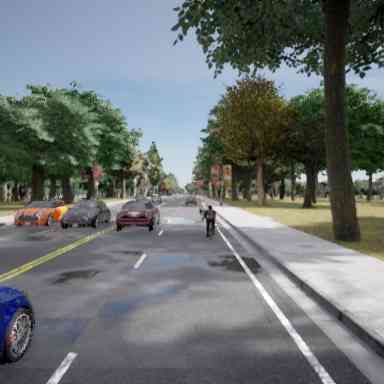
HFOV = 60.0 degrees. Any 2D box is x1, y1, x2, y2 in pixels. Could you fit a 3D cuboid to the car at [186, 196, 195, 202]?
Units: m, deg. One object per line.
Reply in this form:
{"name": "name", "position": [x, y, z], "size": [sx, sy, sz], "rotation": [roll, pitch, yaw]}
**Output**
{"name": "car", "position": [-0.308, 1.518, 74.213], "size": [1.895, 1.301, 4.718], "rotation": [0, 0, 0]}

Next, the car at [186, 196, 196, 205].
{"name": "car", "position": [-0.144, 1.468, 58.359], "size": [2.033, 1.411, 5.357], "rotation": [0, 0, 0]}

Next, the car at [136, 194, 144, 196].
{"name": "car", "position": [-10.054, 1.272, 63.827], "size": [2.097, 1.767, 4.553], "rotation": [0, 0, 0]}

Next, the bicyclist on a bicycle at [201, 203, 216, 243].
{"name": "bicyclist on a bicycle", "position": [0.832, 1.429, 14.954], "size": [0.582, 1.620, 1.656], "rotation": [0, 0, 0]}

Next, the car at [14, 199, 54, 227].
{"name": "car", "position": [-9.940, 1.315, 22.325], "size": [2.097, 1.767, 4.553], "rotation": [0, 0, 0]}

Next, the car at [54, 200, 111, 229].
{"name": "car", "position": [-6.686, 1.317, 21.270], "size": [2.097, 1.767, 4.553], "rotation": [0, 0, 0]}

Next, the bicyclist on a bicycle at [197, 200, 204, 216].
{"name": "bicyclist on a bicycle", "position": [0.809, 1.395, 24.844], "size": [0.866, 1.612, 1.509], "rotation": [0, 0, 0]}

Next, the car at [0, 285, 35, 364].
{"name": "car", "position": [-3.162, 1.521, 2.863], "size": [1.812, 1.442, 4.674], "rotation": [0, 0, 0]}

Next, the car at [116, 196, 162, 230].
{"name": "car", "position": [-3.236, 1.318, 20.709], "size": [2.097, 1.767, 4.553], "rotation": [0, 0, 0]}
